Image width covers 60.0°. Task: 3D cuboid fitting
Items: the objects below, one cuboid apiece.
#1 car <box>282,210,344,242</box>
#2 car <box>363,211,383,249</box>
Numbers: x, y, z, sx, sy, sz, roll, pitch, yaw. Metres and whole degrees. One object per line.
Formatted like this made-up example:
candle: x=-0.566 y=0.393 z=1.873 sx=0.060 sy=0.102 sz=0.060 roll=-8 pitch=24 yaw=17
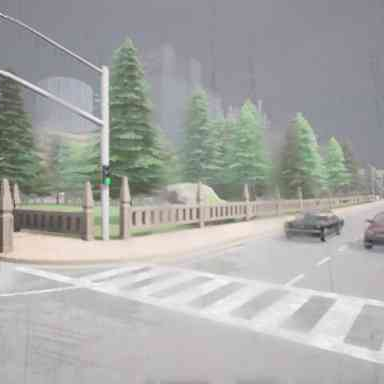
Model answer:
car: x=6.210 y=1.625 z=16.801 sx=1.895 sy=1.301 sz=4.718 roll=0 pitch=0 yaw=35
car: x=8.478 y=1.532 z=13.944 sx=1.812 sy=1.442 sz=4.674 roll=0 pitch=0 yaw=35
